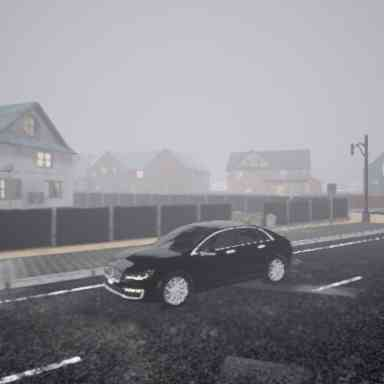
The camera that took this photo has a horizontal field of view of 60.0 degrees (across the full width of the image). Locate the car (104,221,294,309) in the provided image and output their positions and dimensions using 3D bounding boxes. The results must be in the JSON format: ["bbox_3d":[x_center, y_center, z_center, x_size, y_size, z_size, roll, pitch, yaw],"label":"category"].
[{"bbox_3d":[0.381,1.498,7.941,4.892,1.490,1.837,0,0,-35],"label":"car"}]
